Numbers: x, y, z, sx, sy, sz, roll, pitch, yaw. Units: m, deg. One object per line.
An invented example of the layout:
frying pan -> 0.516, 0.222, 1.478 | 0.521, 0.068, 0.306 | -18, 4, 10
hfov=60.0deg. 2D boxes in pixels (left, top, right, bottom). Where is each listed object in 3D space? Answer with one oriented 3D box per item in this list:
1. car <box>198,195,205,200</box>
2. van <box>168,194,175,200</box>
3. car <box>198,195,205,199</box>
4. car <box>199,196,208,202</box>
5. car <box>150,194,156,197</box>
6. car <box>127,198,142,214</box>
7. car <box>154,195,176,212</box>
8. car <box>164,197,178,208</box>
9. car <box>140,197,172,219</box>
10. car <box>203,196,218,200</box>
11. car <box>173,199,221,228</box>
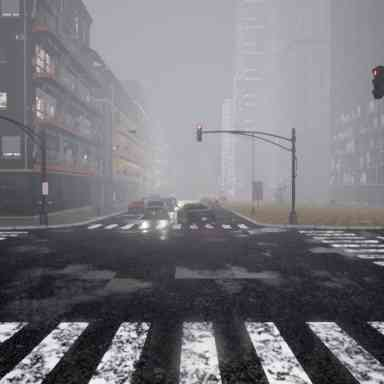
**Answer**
car -> 2.621, 1.535, 92.131 | 1.752, 1.417, 4.829 | -1, 0, 0
van -> -5.728, 1.350, 91.900 | 1.690, 1.788, 3.998 | -1, 0, 0
car -> 2.630, 1.551, 63.716 | 2.008, 1.369, 4.403 | -1, 0, 0
car -> 2.627, 1.548, 75.014 | 1.887, 1.381, 4.507 | -1, 0, 0
car -> -5.713, 1.436, 41.060 | 1.967, 1.590, 4.097 | -1, 0, 0
car -> -5.710, 1.540, 35.411 | 1.887, 1.381, 4.507 | -1, 0, 0
car -> -3.106, 1.473, 39.789 | 1.882, 1.535, 5.008 | 0, 0, 0
car -> -3.099, 1.522, 50.125 | 1.812, 1.442, 4.674 | 0, 0, 0
car -> -3.107, 1.501, 29.382 | 1.837, 1.490, 4.892 | 0, 0, 0
car -> 2.635, 1.540, 41.120 | 1.887, 1.381, 4.507 | -1, 0, 0
car -> 0.233, 1.477, 22.591 | 1.882, 1.535, 5.008 | -1, 0, -12
